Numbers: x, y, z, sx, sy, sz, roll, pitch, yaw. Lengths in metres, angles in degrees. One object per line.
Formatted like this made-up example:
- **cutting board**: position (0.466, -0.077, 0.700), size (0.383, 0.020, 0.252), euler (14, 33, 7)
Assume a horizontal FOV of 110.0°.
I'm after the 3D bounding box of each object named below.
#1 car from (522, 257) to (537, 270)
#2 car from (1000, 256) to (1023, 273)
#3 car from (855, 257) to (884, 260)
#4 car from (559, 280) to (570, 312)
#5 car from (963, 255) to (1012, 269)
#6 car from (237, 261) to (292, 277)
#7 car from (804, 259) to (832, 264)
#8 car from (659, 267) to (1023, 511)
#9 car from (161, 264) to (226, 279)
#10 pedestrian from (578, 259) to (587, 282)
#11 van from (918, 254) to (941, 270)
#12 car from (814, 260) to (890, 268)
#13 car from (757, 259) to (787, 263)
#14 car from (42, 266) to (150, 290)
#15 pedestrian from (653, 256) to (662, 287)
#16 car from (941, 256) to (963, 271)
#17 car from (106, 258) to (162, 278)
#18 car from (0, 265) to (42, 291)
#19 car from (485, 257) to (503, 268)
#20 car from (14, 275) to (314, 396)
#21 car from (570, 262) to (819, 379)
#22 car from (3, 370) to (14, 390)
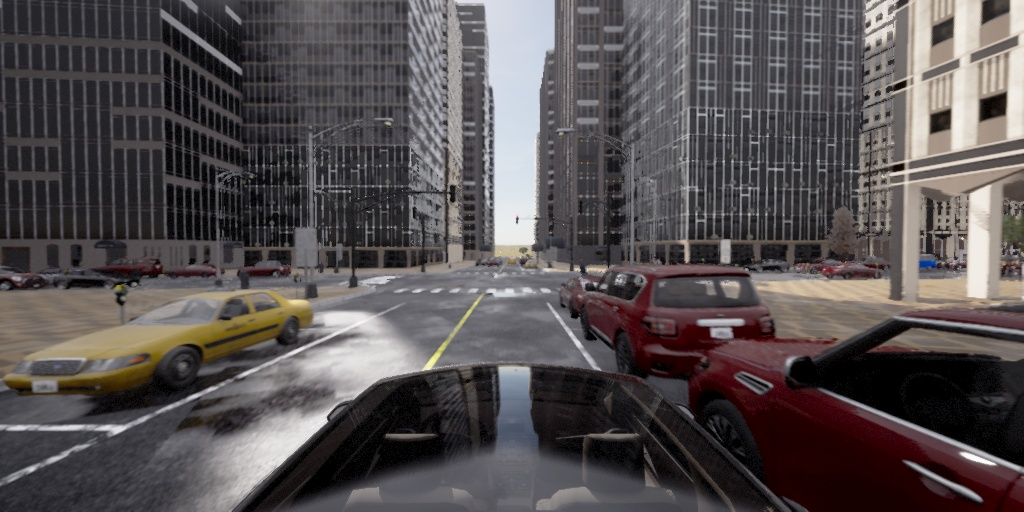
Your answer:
- **car**: position (2.802, 1.204, 52.121), size (1.751, 1.417, 4.829), euler (0, 0, 0)
- **car**: position (44.254, 0.974, 30.491), size (4.097, 1.591, 1.967), euler (0, 0, -5)
- **car**: position (37.689, 0.828, 38.297), size (4.097, 1.591, 1.967), euler (0, 0, -5)
- **car**: position (2.688, 1.319, 12.583), size (1.802, 1.307, 4.207), euler (0, 0, 0)
- **car**: position (49.873, 0.747, 36.711), size (4.553, 1.767, 2.097), euler (0, 1, -5)
- **car**: position (-22.582, 1.182, 32.716), size (4.097, 1.591, 1.967), euler (0, 0, -5)
- **car**: position (30.095, 1.016, 34.968), size (4.674, 1.442, 1.812), euler (0, 1, -5)
- **car**: position (2.692, 1.065, 1.332), size (2.192, 1.841, 5.009), euler (0, 0, 0)
- **car**: position (-28.208, 1.357, 32.192), size (4.207, 1.307, 1.802), euler (0, 0, -5)
- **pedestrian**: position (4.024, 1.020, 20.332), size (0.375, 1.860, 0.375), euler (-1, 1, 0)
- **van**: position (43.320, 0.696, 38.819), size (3.998, 1.789, 1.690), euler (0, 0, -5)
- **car**: position (27.374, 1.216, 28.925), size (4.207, 1.307, 1.802), euler (0, 0, -5)
- **car**: position (26.427, 1.020, 37.252), size (4.313, 1.339, 1.948), euler (0, 0, -5)
- **car**: position (-27.496, 1.521, 23.834), size (4.313, 1.339, 1.948), euler (0, 0, -5)
- **pedestrian**: position (7.996, 0.901, 19.732), size (0.375, 1.860, 0.375), euler (-1, 1, 0)
- **car**: position (48.951, 0.762, 39.341), size (4.097, 1.591, 1.967), euler (0, 0, -5)
- **car**: position (-33.832, 1.122, 31.666), size (5.009, 1.841, 2.192), euler (0, 0, -5)
- **car**: position (-33.113, 1.427, 23.313), size (4.097, 1.591, 1.967), euler (0, 0, -5)
- **car**: position (-3.055, 1.262, 60.658), size (1.895, 1.301, 4.718), euler (0, 0, 1)
- **car**: position (-5.692, 1.269, 6.785), size (1.751, 1.417, 4.829), euler (0, 0, 0)
- **car**: position (2.689, 1.059, 6.958), size (2.192, 1.841, 5.009), euler (0, 0, 0)
- **car**: position (-5.690, 1.332, 1.330), size (1.802, 1.307, 4.207), euler (0, 0, 0)
